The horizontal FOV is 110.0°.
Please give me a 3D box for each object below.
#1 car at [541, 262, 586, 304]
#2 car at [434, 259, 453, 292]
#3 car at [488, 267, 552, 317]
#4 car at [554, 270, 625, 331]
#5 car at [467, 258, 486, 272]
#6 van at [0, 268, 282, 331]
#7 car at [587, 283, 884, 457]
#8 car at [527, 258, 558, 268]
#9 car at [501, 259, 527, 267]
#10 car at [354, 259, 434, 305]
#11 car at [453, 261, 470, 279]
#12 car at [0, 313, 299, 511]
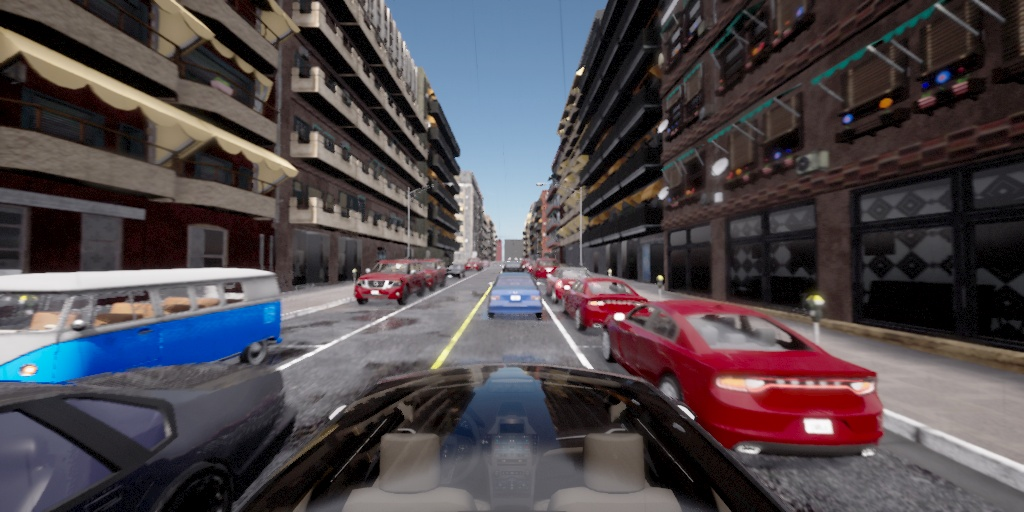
[{"bbox_3d":[2.579,1.211,16.308,1.967,1.591,4.097,0,0,0],"label":"car"},{"bbox_3d":[-5.310,1.095,21.900,2.192,1.841,5.009,0,0,0],"label":"car"},{"bbox_3d":[0.103,1.313,13.283,2.033,1.411,5.357,0,0,0],"label":"car"},{"bbox_3d":[2.570,1.308,10.776,1.888,1.381,4.507,0,0,0],"label":"car"},{"bbox_3d":[-5.304,1.171,49.551,2.192,1.841,5.009,0,0,0],"label":"car"},{"bbox_3d":[-5.314,1.094,5.310,1.690,1.789,3.998,0,0,0],"label":"van"},{"bbox_3d":[2.569,1.300,5.246,1.888,1.381,4.507,0,0,0],"label":"car"},{"bbox_3d":[2.539,1.108,27.369,2.192,1.841,5.009,0,0,0],"label":"car"},{"bbox_3d":[0.107,1.280,31.447,1.882,1.535,5.008,0,0,0],"label":"car"},{"bbox_3d":[-5.311,1.085,16.370,2.192,1.841,5.009,0,0,0],"label":"car"},{"bbox_3d":[-5.308,1.371,32.962,1.948,1.339,4.313,0,0,0],"label":"car"},{"bbox_3d":[-2.850,1.296,0.872,2.033,1.411,5.357,0,0,0],"label":"car"}]
